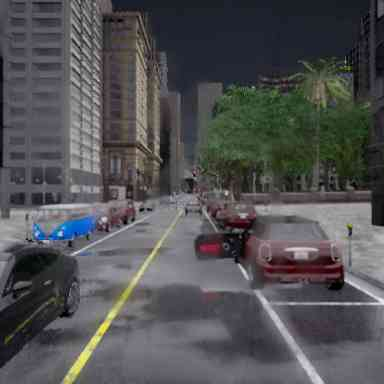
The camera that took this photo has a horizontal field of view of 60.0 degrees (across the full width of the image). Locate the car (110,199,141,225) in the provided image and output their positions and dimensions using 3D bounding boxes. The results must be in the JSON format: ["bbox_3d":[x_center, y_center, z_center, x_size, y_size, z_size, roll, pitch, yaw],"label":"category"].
[{"bbox_3d":[-5.698,1.503,26.158,2.192,1.841,5.009,0,0,0],"label":"car"}]

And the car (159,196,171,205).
[{"bbox_3d":[-5.587,1.767,69.180,2.192,1.841,5.009,0,0,0],"label":"car"}]

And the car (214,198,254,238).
[{"bbox_3d":[2.813,1.463,20.635,2.192,1.841,5.009,0,0,0],"label":"car"}]

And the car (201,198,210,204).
[{"bbox_3d":[2.951,2.063,74.558,1.802,1.307,4.206,0,0,0],"label":"car"}]

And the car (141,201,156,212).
[{"bbox_3d":[-5.656,1.865,42.620,1.947,1.339,4.313,0,0,0],"label":"car"}]

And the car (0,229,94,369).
[{"bbox_3d":[-3.091,1.561,4.864,1.812,1.442,4.674,0,0,0],"label":"car"}]

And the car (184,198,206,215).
[{"bbox_3d":[0.164,1.754,36.990,2.128,1.511,4.902,0,0,0],"label":"car"}]

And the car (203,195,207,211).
[{"bbox_3d":[2.870,1.614,42.582,2.192,1.841,5.009,0,0,0],"label":"car"}]

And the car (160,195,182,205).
[{"bbox_3d":[-2.884,1.516,46.319,2.033,1.411,5.357,0,0,0],"label":"car"}]

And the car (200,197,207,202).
[{"bbox_3d":[2.993,2.146,90.818,1.802,1.307,4.206,0,0,0],"label":"car"}]

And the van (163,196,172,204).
[{"bbox_3d":[-5.573,1.823,74.600,1.690,1.788,3.998,0,0,0],"label":"van"}]

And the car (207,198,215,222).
[{"bbox_3d":[2.841,1.541,31.607,2.192,1.841,5.009,0,0,0],"label":"car"}]

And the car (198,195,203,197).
[{"bbox_3d":[2.966,1.950,79.979,1.967,1.590,4.097,0,0,0],"label":"car"}]

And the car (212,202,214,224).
[{"bbox_3d":[2.827,1.714,26.290,1.752,1.417,4.829,0,0,0],"label":"car"}]

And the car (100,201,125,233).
[{"bbox_3d":[-5.712,1.588,20.669,1.967,1.590,4.097,0,0,0],"label":"car"}]

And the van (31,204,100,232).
[{"bbox_3d":[-5.726,1.450,15.183,1.690,1.788,3.998,0,0,0],"label":"van"}]

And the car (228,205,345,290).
[{"bbox_3d":[2.411,1.420,9.441,2.097,1.767,4.553,0,0,0],"label":"car"}]

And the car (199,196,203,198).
[{"bbox_3d":[2.937,2.018,69.138,1.947,1.339,4.313,0,0,0],"label":"car"}]
